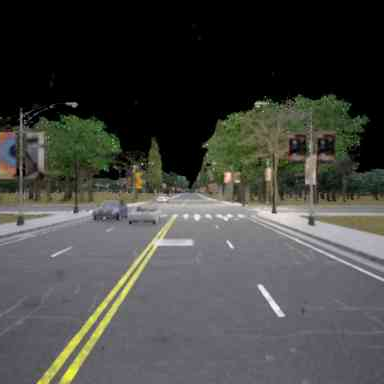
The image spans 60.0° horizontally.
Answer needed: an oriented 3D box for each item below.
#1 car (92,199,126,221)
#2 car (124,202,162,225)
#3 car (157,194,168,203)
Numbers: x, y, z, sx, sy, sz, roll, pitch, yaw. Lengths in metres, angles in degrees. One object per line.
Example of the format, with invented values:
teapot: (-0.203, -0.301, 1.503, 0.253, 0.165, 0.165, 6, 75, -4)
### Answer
car: (-6.520, 1.370, 27.143, 2.097, 1.767, 4.553, 0, 0, 1)
car: (-3.307, 1.611, 23.909, 1.895, 1.301, 4.718, 0, 0, 1)
car: (-6.505, 1.444, 73.917, 2.150, 2.045, 5.566, 0, 0, 0)
